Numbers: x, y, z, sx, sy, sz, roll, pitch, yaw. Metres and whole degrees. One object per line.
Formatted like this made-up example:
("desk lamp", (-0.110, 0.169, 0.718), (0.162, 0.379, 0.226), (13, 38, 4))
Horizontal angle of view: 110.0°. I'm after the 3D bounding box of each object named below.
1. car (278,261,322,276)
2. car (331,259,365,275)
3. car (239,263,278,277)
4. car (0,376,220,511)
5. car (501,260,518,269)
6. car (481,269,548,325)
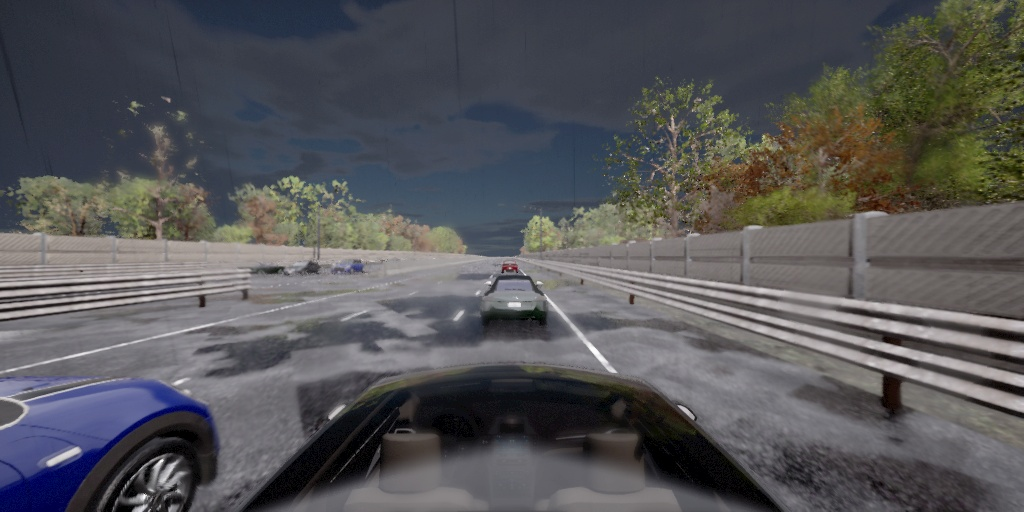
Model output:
("car", (-21.372, 1.288, 36.805), (1.812, 1.442, 4.674), (0, 0, -1))
("car", (-17.905, 1.115, 39.281), (2.097, 1.767, 4.553), (0, 0, -1))
("car", (-24.861, 1.363, 35.863), (1.895, 1.301, 4.718), (0, 0, -1))
("car", (-3.406, 1.103, 0.987), (2.097, 1.767, 4.553), (0, 0, 0))
("car", (-0.282, 1.241, 43.662), (1.882, 1.535, 5.008), (0, 0, -1))
("car", (0.065, 1.317, 11.908), (1.994, 1.385, 4.181), (0, 0, 0))
